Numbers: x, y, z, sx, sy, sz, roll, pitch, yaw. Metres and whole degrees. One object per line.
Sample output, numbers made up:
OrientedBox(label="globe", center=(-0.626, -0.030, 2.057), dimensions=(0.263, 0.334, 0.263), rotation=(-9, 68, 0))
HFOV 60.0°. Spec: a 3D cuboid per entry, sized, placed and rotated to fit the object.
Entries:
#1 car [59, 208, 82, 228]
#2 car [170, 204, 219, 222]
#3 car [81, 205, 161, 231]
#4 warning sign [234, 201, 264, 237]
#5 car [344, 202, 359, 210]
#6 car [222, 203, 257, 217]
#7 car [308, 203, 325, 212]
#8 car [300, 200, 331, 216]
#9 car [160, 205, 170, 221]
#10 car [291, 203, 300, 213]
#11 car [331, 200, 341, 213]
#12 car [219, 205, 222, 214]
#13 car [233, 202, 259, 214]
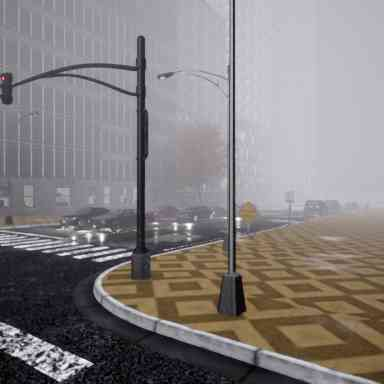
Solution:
OrientedBox(label="car", center=(-7.702, 1.844, 25.151), dimensions=(1.812, 1.442, 4.674), rotation=(0, -1, 31))
OrientedBox(label="car", center=(0.369, 2.003, 31.671), dimensions=(1.837, 1.490, 4.892), rotation=(0, -1, 33))
OrientedBox(label="car", center=(-4.834, 1.874, 23.614), dimensions=(2.033, 1.411, 5.357), rotation=(0, -1, 33))
OrientedBox(label="warning sign", center=(3.157, 1.454, 18.537), dimensions=(1.300, 1.860, 1.060), rotation=(1, 1, 33))
OrientedBox(label="car", center=(31.527, 2.661, 65.670), dimensions=(2.097, 1.767, 4.553), rotation=(0, -1, 33))
OrientedBox(label="car", center=(5.807, 2.203, 40.078), dimensions=(1.812, 1.442, 4.674), rotation=(0, -1, 33))
OrientedBox(label="car", center=(22.000, 2.641, 58.825), dimensions=(1.812, 1.442, 4.674), rotation=(0, -1, 33))
OrientedBox(label="car", center=(16.603, 2.077, 44.465), dimensions=(2.150, 2.045, 5.566), rotation=(0, -1, 33))
OrientedBox(label="car", center=(-2.774, 2.007, 32.796), dimensions=(1.812, 1.442, 4.674), rotation=(0, -1, 33))
OrientedBox(label="car", center=(16.401, 2.460, 50.147), dimensions=(1.812, 1.442, 4.674), rotation=(0, -1, 33))
OrientedBox(label="car", center=(22.431, 2.266, 53.493), dimensions=(2.150, 2.045, 5.566), rotation=(0, -1, 33))
OrientedBox(label="car", center=(2.619, 2.223, 41.145), dimensions=(1.994, 1.385, 4.181), rotation=(0, -1, 32))
OrientedBox(label="car", center=(8.085, 2.315, 49.527), dimensions=(1.882, 1.535, 5.008), rotation=(0, -1, 33))
